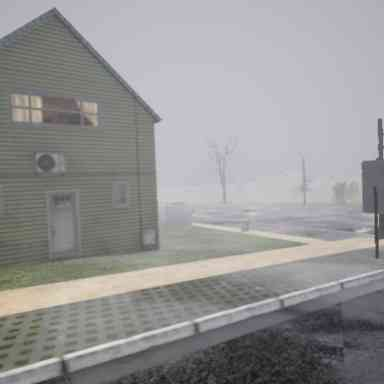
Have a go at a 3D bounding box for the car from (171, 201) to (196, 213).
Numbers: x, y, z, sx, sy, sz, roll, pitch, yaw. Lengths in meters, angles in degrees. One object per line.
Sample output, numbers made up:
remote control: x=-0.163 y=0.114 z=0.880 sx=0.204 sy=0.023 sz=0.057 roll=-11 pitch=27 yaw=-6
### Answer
car: x=-1.269 y=2.005 z=44.080 sx=2.128 sy=1.511 sz=4.902 roll=-3 pitch=1 yaw=-30
